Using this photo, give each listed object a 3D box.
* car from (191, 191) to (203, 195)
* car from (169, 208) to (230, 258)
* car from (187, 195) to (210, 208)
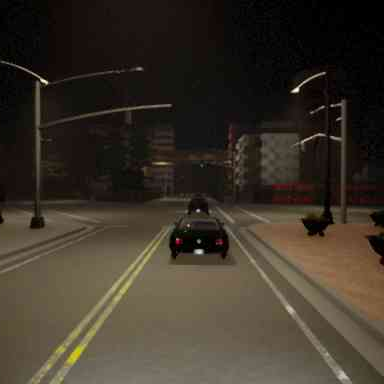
[{"bbox_3d":[1.322,0.747,80.962,2.033,1.411,5.357,0,0,1],"label":"car"},{"bbox_3d":[0.262,1.507,12.331,1.895,1.301,4.718,0,0,1],"label":"car"},{"bbox_3d":[0.575,1.303,30.457,1.837,1.490,4.892,0,0,1],"label":"car"}]
